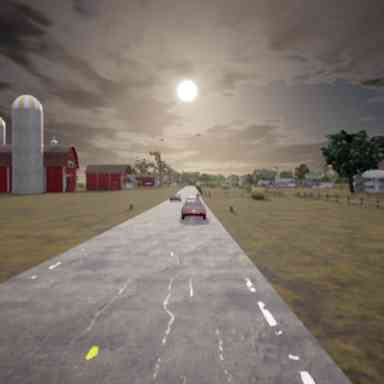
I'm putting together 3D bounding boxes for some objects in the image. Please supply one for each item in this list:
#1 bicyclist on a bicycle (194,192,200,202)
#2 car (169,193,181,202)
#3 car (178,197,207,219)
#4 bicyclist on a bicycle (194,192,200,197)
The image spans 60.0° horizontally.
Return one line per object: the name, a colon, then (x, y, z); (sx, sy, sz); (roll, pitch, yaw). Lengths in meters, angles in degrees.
bicyclist on a bicycle: (0.808, 0.813, 54.362); (0.866, 1.612, 1.509); (0, 1, 0)
car: (-2.739, 0.881, 56.161); (2.033, 1.411, 5.357); (0, 1, 1)
car: (0.126, 1.338, 26.547); (1.994, 1.385, 4.181); (0, 1, 0)
bicyclist on a bicycle: (0.801, 0.993, 45.370); (0.582, 1.620, 1.656); (0, 1, 0)
